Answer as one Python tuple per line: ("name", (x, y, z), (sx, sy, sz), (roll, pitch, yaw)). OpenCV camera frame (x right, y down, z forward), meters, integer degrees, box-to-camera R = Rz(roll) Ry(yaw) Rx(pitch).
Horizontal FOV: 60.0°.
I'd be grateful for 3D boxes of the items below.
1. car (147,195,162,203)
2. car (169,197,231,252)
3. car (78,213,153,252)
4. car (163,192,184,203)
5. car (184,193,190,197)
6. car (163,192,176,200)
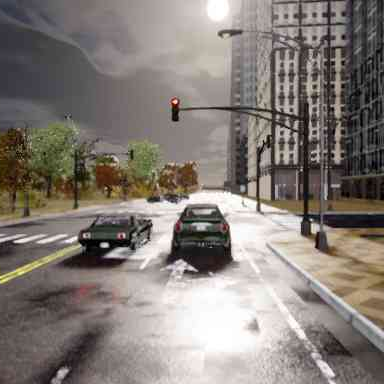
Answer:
("car", (-6.237, 1.120, 55.611), (1.994, 1.385, 4.181), (0, 0, 5))
("car", (0.435, 1.243, 13.561), (2.097, 1.767, 4.553), (0, 0, 3))
("car", (-2.830, 1.492, 13.460), (1.895, 1.301, 4.718), (0, 0, 3))
("car", (-3.004, 1.065, 55.284), (1.837, 1.490, 4.892), (0, 1, 5))
("car", (-1.618, 0.996, 70.799), (1.994, 1.385, 4.181), (0, 0, 5))
("car", (-4.851, 0.794, 71.128), (2.097, 1.767, 4.553), (0, 0, 5))
